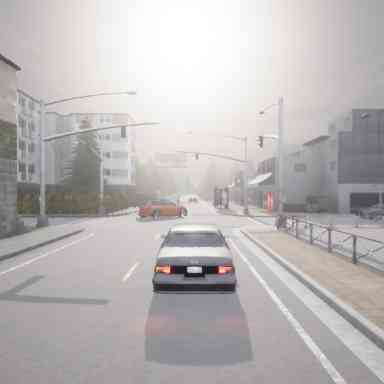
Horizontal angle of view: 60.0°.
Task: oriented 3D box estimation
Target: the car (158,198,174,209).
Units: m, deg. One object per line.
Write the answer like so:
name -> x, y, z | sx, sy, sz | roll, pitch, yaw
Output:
car -> -3.534, 1.526, 45.830 | 1.812, 1.442, 4.674 | 0, 0, 0

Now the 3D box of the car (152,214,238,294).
car -> 0.072, 1.547, 8.922 | 2.033, 1.411, 5.357 | 0, 0, 1

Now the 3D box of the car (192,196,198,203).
car -> 0.197, 1.526, 68.808 | 1.812, 1.442, 4.674 | 0, 0, 0

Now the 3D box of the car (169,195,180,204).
car -> -3.440, 1.478, 65.975 | 1.882, 1.535, 5.008 | 0, 0, 0

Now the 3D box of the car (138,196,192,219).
car -> -2.578, 1.475, 30.256 | 2.097, 1.767, 4.553 | -1, -1, 45

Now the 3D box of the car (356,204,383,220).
car -> 16.756, 1.740, 29.296 | 4.181, 1.385, 1.994 | 0, 0, 0

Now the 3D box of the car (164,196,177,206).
car -> -3.508, 1.505, 55.834 | 1.837, 1.490, 4.892 | 0, 0, 0
